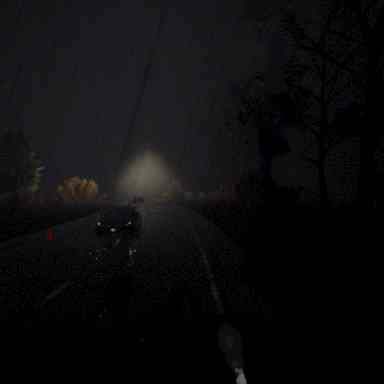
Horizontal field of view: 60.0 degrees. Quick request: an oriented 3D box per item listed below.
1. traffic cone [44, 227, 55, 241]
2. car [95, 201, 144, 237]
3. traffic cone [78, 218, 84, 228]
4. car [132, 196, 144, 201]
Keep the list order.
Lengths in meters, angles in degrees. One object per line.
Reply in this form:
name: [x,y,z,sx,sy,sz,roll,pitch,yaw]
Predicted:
traffic cone: [-6.387,1.872,14.906,0.340,0.580,0.340,0,0,-2]
car: [-3.680,1.426,17.369,1.812,1.442,4.674,0,0,-3]
traffic cone: [-6.636,1.846,19.858,0.340,0.580,0.340,0,0,-3]
car: [-9.644,1.397,59.457,1.895,1.301,4.718,0,0,-9]
